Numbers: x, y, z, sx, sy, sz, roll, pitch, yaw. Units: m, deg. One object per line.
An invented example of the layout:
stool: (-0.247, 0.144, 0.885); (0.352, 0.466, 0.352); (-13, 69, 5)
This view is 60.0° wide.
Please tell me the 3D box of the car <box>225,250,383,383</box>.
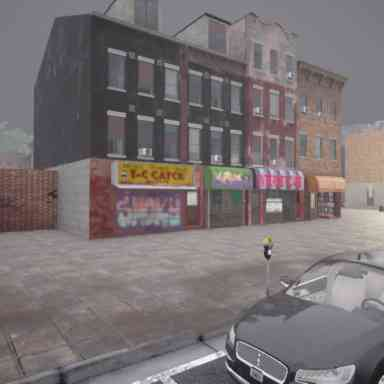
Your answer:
car: (2.410, 1.552, 4.519); (4.403, 1.369, 2.008); (0, 0, -35)

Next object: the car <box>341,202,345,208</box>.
car: (16.756, 1.471, 42.153); (1.895, 1.301, 4.718); (0, 0, -36)
